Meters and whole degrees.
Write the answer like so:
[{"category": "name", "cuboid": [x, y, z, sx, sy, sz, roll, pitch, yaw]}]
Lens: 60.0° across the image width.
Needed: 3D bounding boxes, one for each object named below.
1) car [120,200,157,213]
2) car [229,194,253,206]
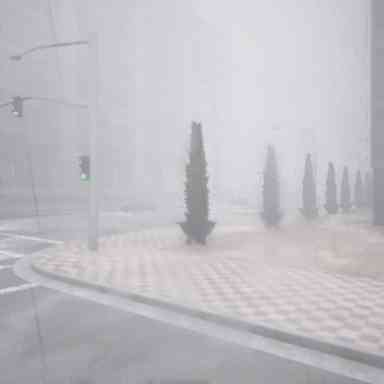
[{"category": "car", "cuboid": [-5.739, 1.512, 35.944, 1.994, 1.385, 4.181, 0, 0, 36]}, {"category": "car", "cuboid": [7.755, 1.511, 54.455, 1.994, 1.385, 4.181, 0, 0, 36]}]
